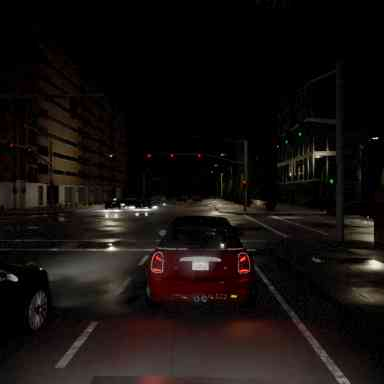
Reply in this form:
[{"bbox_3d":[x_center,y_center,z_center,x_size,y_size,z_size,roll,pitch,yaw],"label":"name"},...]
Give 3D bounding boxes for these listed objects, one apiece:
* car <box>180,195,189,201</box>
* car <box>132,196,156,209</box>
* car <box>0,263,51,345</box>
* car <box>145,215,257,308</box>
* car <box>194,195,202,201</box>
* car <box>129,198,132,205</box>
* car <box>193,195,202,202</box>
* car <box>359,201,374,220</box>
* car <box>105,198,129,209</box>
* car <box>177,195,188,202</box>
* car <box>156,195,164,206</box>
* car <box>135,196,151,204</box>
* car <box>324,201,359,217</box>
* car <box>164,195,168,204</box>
[{"bbox_3d":[-1.956,1.540,83.937,2.033,1.411,5.357,0,0,2],"label":"car"},{"bbox_3d":[-6.630,1.564,46.139,1.994,1.385,4.181,0,0,1],"label":"car"},{"bbox_3d":[-3.396,1.492,3.880,2.128,1.511,4.902,0,0,1],"label":"car"},{"bbox_3d":[0.220,1.352,8.109,2.097,1.767,4.553,0,0,2],"label":"car"},{"bbox_3d":[1.547,1.478,83.984,1.882,1.535,5.008,0,0,2],"label":"car"},{"bbox_3d":[-9.928,1.601,54.441,1.895,1.301,4.718,0,0,2],"label":"car"},{"bbox_3d":[1.246,1.478,73.830,1.882,1.535,5.008,0,0,2],"label":"car"},{"bbox_3d":[16.693,1.603,26.473,5.357,1.411,2.033,0,0,1],"label":"car"},{"bbox_3d":[-10.161,1.564,44.144,1.994,1.385,4.181,0,0,1],"label":"car"},{"bbox_3d":[-2.253,1.524,73.850,2.128,1.511,4.902,0,0,2],"label":"car"},{"bbox_3d":[-6.405,1.491,55.030,2.128,1.511,4.902,0,0,2],"label":"car"},{"bbox_3d":[-9.549,1.492,65.259,2.128,1.511,4.902,0,0,2],"label":"car"},{"bbox_3d":[14.506,1.547,30.020,4.902,1.511,2.128,0,0,1],"label":"car"},{"bbox_3d":[-6.046,1.351,65.406,2.097,1.767,4.553,0,0,2],"label":"car"}]
